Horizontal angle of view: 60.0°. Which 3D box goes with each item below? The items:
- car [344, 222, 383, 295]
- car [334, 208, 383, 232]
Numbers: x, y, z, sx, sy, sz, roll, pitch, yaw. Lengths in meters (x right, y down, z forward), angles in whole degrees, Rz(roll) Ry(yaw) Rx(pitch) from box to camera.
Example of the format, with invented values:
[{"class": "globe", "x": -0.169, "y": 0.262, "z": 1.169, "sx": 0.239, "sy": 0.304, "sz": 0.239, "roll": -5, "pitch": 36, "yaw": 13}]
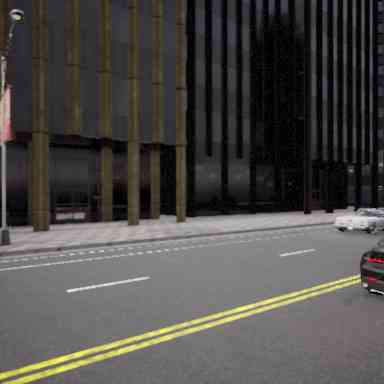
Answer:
[{"class": "car", "x": 5.691, "y": 1.507, "z": 7.494, "sx": 4.892, "sy": 1.490, "sz": 1.837, "roll": 0, "pitch": 0, "yaw": -35}, {"class": "car", "x": 10.176, "y": 1.608, "z": 18.920, "sx": 4.718, "sy": 1.301, "sz": 1.895, "roll": 0, "pitch": 0, "yaw": -35}]
